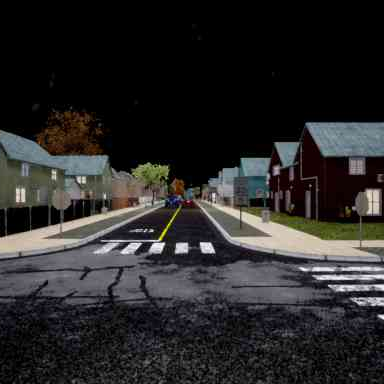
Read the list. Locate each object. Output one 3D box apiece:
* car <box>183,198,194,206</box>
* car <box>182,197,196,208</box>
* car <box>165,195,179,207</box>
[{"bbox_3d":[-0.635,1.798,61.652,1.812,1.442,4.674,0,0,-1],"label":"car"},{"bbox_3d":[-0.532,1.551,51.620,2.097,1.767,4.553,0,0,-1],"label":"car"},{"bbox_3d":[-3.324,1.454,55.764,2.150,2.045,5.566,0,0,-1],"label":"car"}]
